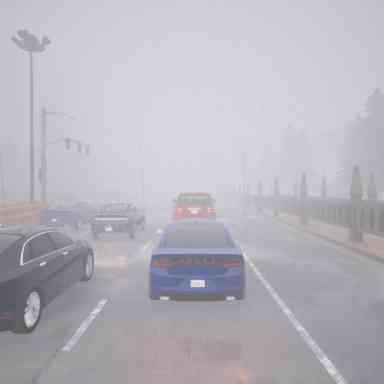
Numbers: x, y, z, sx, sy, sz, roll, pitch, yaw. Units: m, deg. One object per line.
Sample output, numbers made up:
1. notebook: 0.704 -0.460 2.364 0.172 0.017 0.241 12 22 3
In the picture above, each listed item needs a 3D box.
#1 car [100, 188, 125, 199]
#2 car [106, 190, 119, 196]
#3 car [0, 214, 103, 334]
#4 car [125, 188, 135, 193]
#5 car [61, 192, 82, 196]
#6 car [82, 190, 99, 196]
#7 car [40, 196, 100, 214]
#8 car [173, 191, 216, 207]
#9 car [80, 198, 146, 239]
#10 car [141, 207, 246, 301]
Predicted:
1. car: -13.900 0.367 58.352 2.150 2.045 5.566 0 1 0
2. car: -20.714 0.250 87.092 2.033 1.411 5.357 0 1 0
3. car: -3.401 1.435 6.603 1.837 1.490 4.892 0 1 0
4. car: -13.783 0.214 68.674 2.150 2.045 5.566 0 1 0
5. car: -20.902 0.697 56.609 1.812 1.442 4.674 0 1 1
6. car: -20.793 0.377 66.263 2.097 1.767 4.553 0 1 0
7. car: -6.869 1.219 19.059 1.882 1.535 5.008 0 1 0
8. car: 0.124 0.978 18.059 2.150 2.045 5.566 0 1 0
9. car: -3.379 1.279 15.976 2.128 1.511 4.902 0 1 0
10. car: 0.101 1.383 8.189 1.882 1.535 5.008 0 1 0
